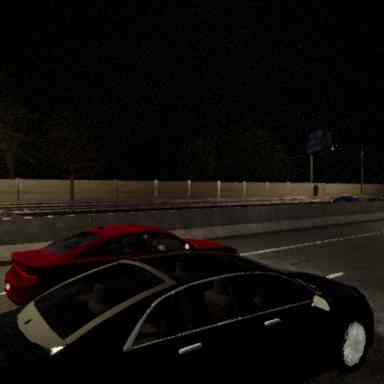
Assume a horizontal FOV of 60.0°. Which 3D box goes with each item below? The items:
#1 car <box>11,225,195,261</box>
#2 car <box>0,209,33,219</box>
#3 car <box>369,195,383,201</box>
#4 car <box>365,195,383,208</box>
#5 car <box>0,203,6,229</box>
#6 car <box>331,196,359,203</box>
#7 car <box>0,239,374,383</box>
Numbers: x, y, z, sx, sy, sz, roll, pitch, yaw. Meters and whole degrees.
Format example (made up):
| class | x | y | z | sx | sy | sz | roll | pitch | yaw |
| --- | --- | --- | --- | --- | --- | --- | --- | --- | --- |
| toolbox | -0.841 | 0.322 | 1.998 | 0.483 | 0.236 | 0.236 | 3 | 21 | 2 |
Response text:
| class | x | y | z | sx | sy | sz | roll | pitch | yaw |
| --- | --- | --- | --- | --- | --- | --- | --- | --- | --- |
| car | -1.164 | 1.452 | 7.219 | 5.008 | 1.535 | 1.882 | -1 | 0 | -36 |
| car | -10.975 | 1.592 | 17.661 | 4.718 | 1.301 | 1.895 | -1 | 0 | -36 |
| car | 22.421 | 1.205 | 37.206 | 4.902 | 1.511 | 2.128 | 0 | 0 | -35 |
| car | 24.885 | 1.174 | 43.249 | 4.902 | 1.511 | 2.128 | 0 | 0 | -35 |
| car | -13.972 | 1.506 | 19.822 | 4.892 | 1.490 | 1.837 | -1 | 0 | -36 |
| car | 20.477 | 1.223 | 44.408 | 4.674 | 1.442 | 1.812 | 0 | 0 | -35 |
| car | 0.252 | 1.485 | 3.928 | 4.892 | 1.490 | 1.837 | -1 | 0 | -36 |
